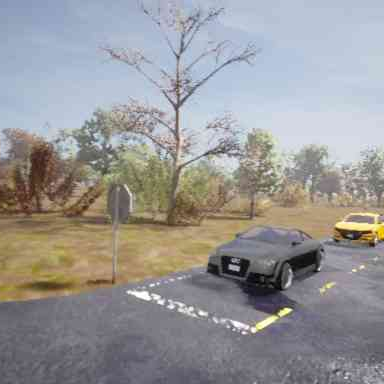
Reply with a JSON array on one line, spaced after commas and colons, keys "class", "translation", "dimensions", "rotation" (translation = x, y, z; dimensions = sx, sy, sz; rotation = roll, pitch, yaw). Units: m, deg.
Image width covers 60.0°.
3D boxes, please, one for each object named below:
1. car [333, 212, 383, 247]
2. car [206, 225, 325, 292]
[{"class": "car", "translation": [9.087, 1.864, 17.657], "dimensions": [1.882, 1.535, 5.008], "rotation": [2, 0, 40]}, {"class": "car", "translation": [2.238, 1.658, 9.392], "dimensions": [1.994, 1.385, 4.181], "rotation": [2, 0, 38]}]
